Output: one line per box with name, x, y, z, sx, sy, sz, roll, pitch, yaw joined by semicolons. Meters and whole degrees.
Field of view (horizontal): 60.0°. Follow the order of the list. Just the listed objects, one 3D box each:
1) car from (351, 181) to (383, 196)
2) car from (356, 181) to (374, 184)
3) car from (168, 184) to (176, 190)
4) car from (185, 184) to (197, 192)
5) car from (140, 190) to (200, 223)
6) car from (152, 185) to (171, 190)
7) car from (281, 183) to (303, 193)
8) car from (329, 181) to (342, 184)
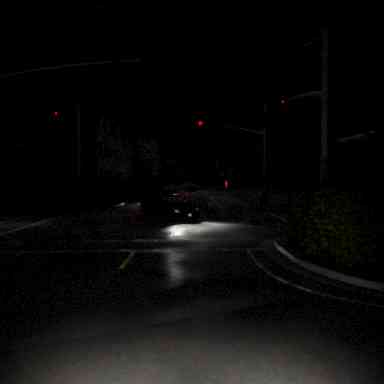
car;22.260;-0.486;42.192;1.932;1.855;4.605;-1;2;0
car;19.016;-0.196;34.312;1.905;1.878;3.866;-1;2;0
car;-3.726;-0.588;57.729;1.882;1.535;5.008;-1;2;0
car;-0.172;-0.613;58.788;1.812;1.442;4.674;-1;2;0
car;-1.473;0.871;19.724;1.812;1.442;4.674;-4;4;-35
car;-3.708;0.273;35.793;1.994;1.385;4.181;-1;2;0
car;15.267;-0.568;52.169;2.007;1.523;4.514;-1;2;0
car;25.305;-1.075;59.582;2.152;1.636;5.027;-1;2;0
